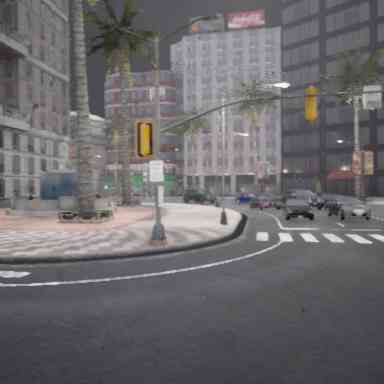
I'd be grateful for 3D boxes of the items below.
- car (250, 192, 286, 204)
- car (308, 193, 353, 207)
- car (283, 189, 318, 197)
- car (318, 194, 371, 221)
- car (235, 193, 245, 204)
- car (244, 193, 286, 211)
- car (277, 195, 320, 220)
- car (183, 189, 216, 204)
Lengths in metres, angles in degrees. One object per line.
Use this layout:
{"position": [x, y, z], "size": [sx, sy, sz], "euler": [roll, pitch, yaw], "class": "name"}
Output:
{"position": [10.296, 0.820, 45.609], "size": [2.128, 1.511, 4.902], "euler": [-1, 1, -28], "class": "car"}
{"position": [16.579, 0.897, 40.108], "size": [2.033, 1.411, 5.357], "euler": [-1, 1, -18], "class": "car"}
{"position": [10.861, 0.704, 33.249], "size": [2.150, 2.045, 5.566], "euler": [-1, 1, -9], "class": "car"}
{"position": [10.822, 1.101, 23.384], "size": [2.128, 1.511, 4.902], "euler": [0, 1, 7], "class": "car"}
{"position": [7.555, 0.859, 43.170], "size": [1.882, 1.535, 5.008], "euler": [-1, 1, -26], "class": "car"}
{"position": [7.201, 1.075, 33.253], "size": [1.994, 1.385, 4.181], "euler": [-1, 1, -12], "class": "car"}
{"position": [7.489, 1.176, 23.941], "size": [2.033, 1.411, 5.357], "euler": [0, 1, 11], "class": "car"}
{"position": [0.959, 0.610, 46.894], "size": [2.150, 2.045, 5.566], "euler": [-1, 1, -39], "class": "car"}
